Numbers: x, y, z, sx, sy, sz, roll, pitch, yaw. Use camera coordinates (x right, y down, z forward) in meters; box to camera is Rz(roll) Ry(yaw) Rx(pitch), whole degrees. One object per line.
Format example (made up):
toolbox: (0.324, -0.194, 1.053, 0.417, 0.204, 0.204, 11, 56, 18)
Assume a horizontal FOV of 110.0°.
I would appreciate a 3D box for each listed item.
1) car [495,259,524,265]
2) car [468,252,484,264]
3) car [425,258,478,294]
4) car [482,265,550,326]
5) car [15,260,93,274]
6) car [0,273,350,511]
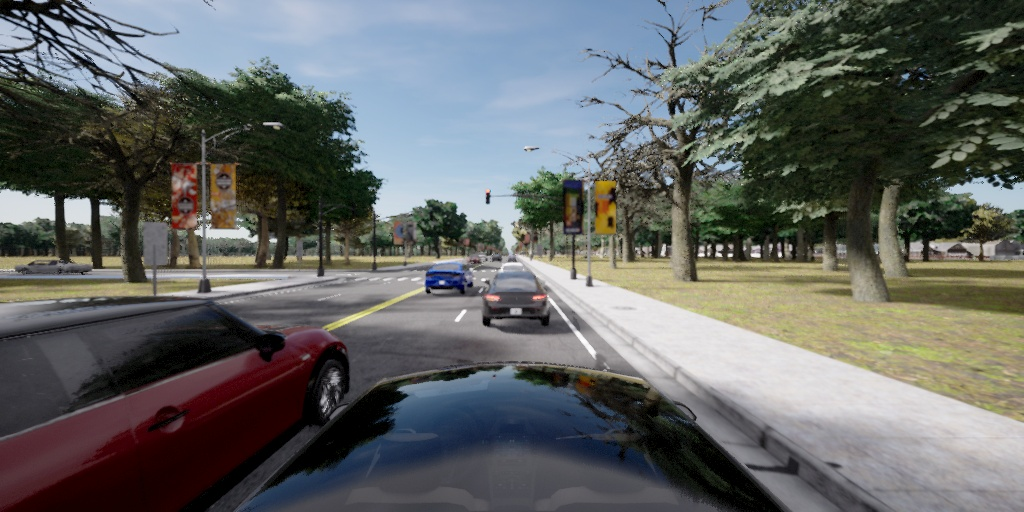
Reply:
car: (0.069, 1.076, 20.223, 1.812, 1.442, 4.674, 0, 1, 0)
car: (-6.528, 0.477, 61.599, 2.097, 1.767, 4.553, 0, 1, 1)
car: (-3.146, 1.044, 18.752, 1.882, 1.535, 5.008, 0, 0, 1)
car: (0.103, 1.174, 11.121, 1.812, 1.442, 4.674, 0, 1, 0)
car: (-39.471, 0.996, 31.017, 4.718, 1.301, 1.895, 0, 1, 0)
car: (-3.147, 1.090, 2.795, 2.097, 1.767, 4.553, 0, 1, 0)
